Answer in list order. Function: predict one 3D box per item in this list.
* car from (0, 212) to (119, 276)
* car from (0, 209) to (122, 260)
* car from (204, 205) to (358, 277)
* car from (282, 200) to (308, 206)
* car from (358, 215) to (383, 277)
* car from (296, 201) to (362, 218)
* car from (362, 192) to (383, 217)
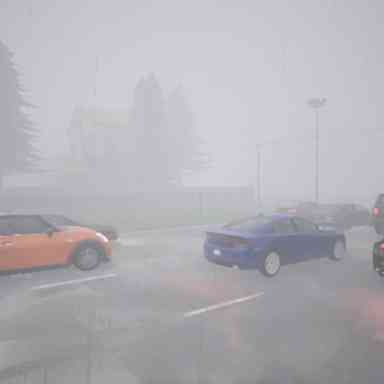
[{"bbox_3d":[-4.590,1.330,9.153,4.553,1.767,2.097,-1,0,-35],"label":"car"},{"bbox_3d":[-5.602,1.510,12.677,5.357,1.411,2.033,-1,1,-36],"label":"car"},{"bbox_3d":[2.657,1.370,9.998,5.008,1.535,1.882,-1,1,-36],"label":"car"},{"bbox_3d":[7.418,1.269,22.037,4.674,1.442,1.812,-1,1,-36],"label":"car"},{"bbox_3d":[6.443,1.368,8.406,4.892,1.490,1.837,-1,1,-35],"label":"car"},{"bbox_3d":[8.416,1.308,18.437,5.357,1.411,2.033,-1,1,-36],"label":"car"},{"bbox_3d":[10.674,0.980,15.748,5.566,2.045,2.150,-1,1,-36],"label":"car"}]
